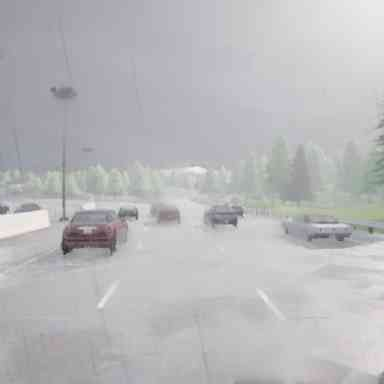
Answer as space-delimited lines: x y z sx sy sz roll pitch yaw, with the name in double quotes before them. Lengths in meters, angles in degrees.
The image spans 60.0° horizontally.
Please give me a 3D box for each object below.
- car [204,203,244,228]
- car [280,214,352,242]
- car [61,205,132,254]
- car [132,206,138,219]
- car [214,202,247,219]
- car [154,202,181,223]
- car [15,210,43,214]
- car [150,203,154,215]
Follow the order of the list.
"car" 2.020 1.765 24.335 2.128 1.511 4.902 0 -1 -7
"car" 6.263 1.786 17.454 1.895 1.301 4.718 0 -1 -5
"car" -4.062 1.528 14.611 2.097 1.767 4.553 0 -1 -4
"car" -6.310 1.993 33.222 1.895 1.301 4.718 0 -1 -9
"car" 3.981 1.883 35.196 2.128 1.511 4.902 0 -1 -9
"car" -2.076 1.809 28.650 1.882 1.535 5.008 0 0 -8
"car" -17.455 1.966 35.692 1.837 1.490 4.892 0 -1 -11
"car" -3.930 1.967 39.668 1.837 1.490 4.892 0 0 -11
